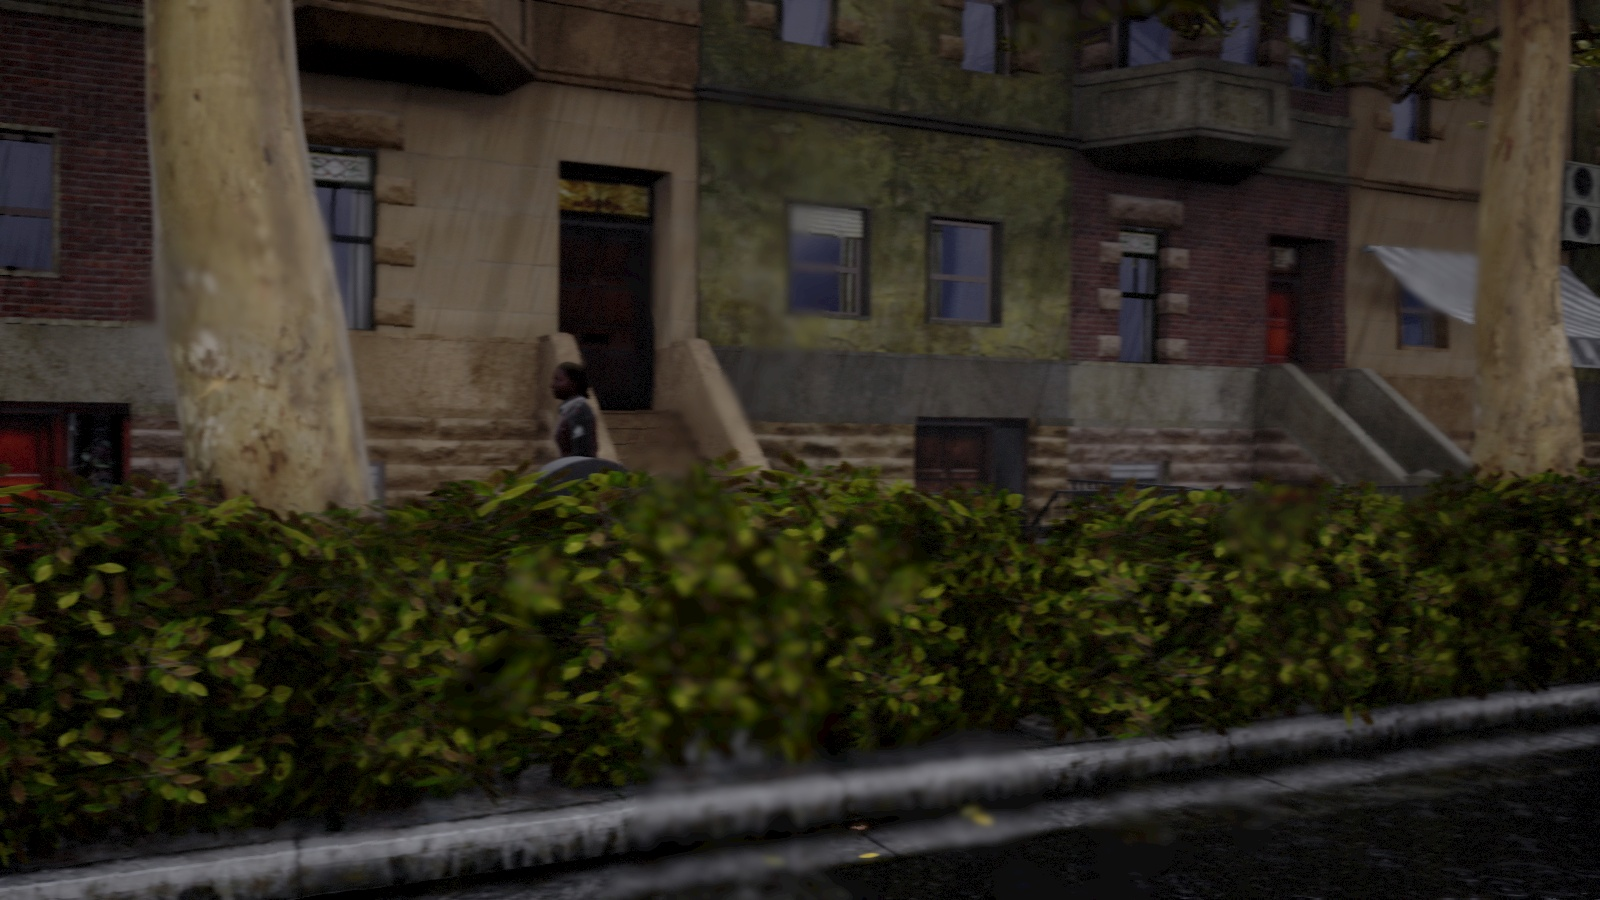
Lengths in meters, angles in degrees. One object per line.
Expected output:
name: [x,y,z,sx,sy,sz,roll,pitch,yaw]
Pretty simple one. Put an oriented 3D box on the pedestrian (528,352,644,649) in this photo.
pedestrian: [-1.442,0.321,8.461,0.666,1.930,0.402,-1,1,-24]
